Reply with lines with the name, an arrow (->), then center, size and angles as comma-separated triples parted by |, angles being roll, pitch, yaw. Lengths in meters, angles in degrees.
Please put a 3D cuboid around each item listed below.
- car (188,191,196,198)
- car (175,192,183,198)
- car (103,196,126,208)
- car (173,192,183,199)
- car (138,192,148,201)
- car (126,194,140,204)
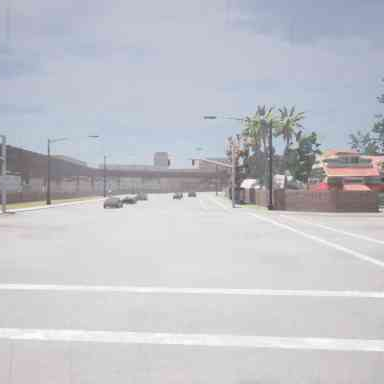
car -> 0.079, 0.519, 86.797 | 2.097, 1.767, 4.553 | 0, 1, 0
car -> -3.421, 0.709, 87.159 | 1.994, 1.385, 4.181 | 0, 1, 0
car -> -10.558, 1.403, 44.799 | 1.812, 1.442, 4.674 | 0, 1, -1
car -> -3.430, 0.963, 76.841 | 1.895, 1.301, 4.718 | 0, 1, 0
car -> -10.437, 0.881, 68.818 | 2.097, 1.767, 4.553 | 0, 1, 0
car -> -10.537, 1.350, 55.735 | 1.895, 1.301, 4.718 | 0, 1, 0
